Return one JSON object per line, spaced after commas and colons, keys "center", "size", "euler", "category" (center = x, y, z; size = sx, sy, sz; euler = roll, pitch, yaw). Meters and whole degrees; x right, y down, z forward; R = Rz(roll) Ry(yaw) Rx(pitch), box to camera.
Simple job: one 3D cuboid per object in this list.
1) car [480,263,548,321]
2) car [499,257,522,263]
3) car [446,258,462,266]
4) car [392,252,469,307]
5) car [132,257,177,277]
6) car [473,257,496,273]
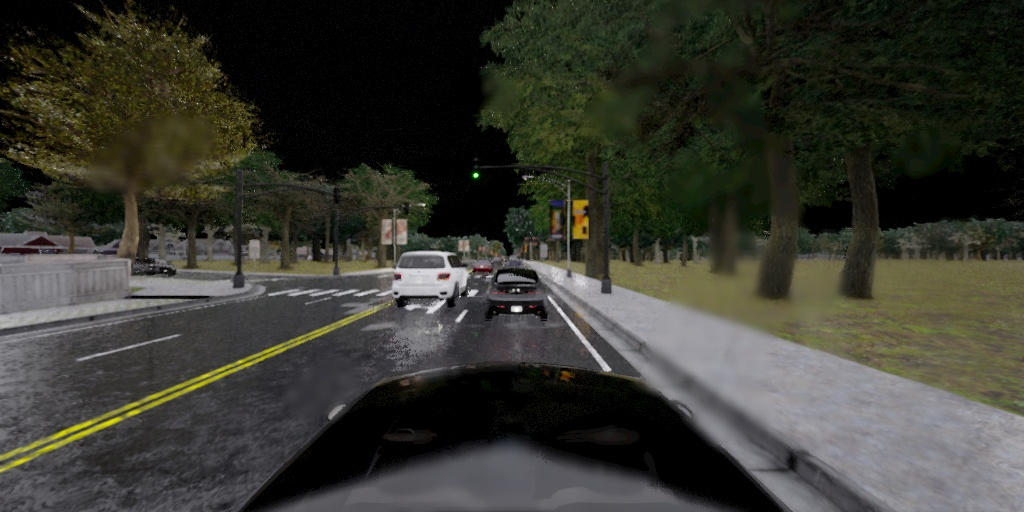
{"center": [0.134, 1.152, 11.995], "size": [1.837, 1.490, 4.892], "euler": [0, 0, 0], "category": "car"}
{"center": [0.195, 1.054, 30.795], "size": [2.033, 1.411, 5.357], "euler": [0, 0, 0], "category": "car"}
{"center": [-9.608, 0.977, 59.442], "size": [1.895, 1.301, 4.718], "euler": [0, 0, 1], "category": "car"}
{"center": [-3.105, 0.844, 14.694], "size": [2.150, 2.045, 5.566], "euler": [0, 0, 0], "category": "car"}
{"center": [-28.888, 0.879, 28.564], "size": [4.892, 1.490, 1.837], "euler": [0, -1, 23], "category": "car"}
{"center": [-3.031, 1.032, 38.185], "size": [1.994, 1.385, 4.181], "euler": [0, 0, 0], "category": "car"}
